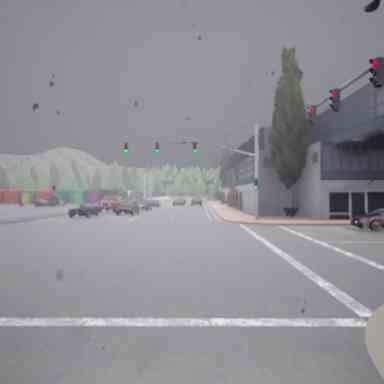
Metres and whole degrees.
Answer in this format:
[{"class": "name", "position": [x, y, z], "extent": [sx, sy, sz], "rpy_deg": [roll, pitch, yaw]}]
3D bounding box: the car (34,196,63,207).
[{"class": "car", "position": [-24.745, 1.537, 56.798], "extent": [3.866, 1.878, 1.905], "rpy_deg": [0, 0, 0]}]

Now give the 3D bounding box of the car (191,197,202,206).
[{"class": "car", "position": [0.899, 1.779, 63.789], "extent": [2.097, 1.767, 4.553], "rpy_deg": [0, 0, 2]}]

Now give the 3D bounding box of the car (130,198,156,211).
[{"class": "car", "position": [-6.778, 1.804, 46.691], "extent": [2.128, 1.511, 4.902], "rpy_deg": [0, 0, 2]}]

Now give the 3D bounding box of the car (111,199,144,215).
[{"class": "car", "position": [-7.054, 1.795, 36.947], "extent": [2.033, 1.411, 5.357], "rpy_deg": [0, 0, 1]}]

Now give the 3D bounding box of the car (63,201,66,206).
[{"class": "car", "position": [-24.722, 1.795, 59.691], "extent": [3.806, 1.475, 1.970], "rpy_deg": [0, 0, 0]}]

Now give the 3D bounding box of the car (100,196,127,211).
[{"class": "car", "position": [-10.403, 1.508, 42.820], "extent": [2.150, 2.045, 5.566], "rpy_deg": [0, 0, 2]}]

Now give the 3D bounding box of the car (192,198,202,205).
[{"class": "car", "position": [1.103, 2.020, 73.996], "extent": [2.128, 1.511, 4.902], "rpy_deg": [0, 0, 2]}]

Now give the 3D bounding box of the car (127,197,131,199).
[{"class": "car", "position": [-10.107, 1.707, 52.947], "extent": [2.097, 1.767, 4.553], "rpy_deg": [0, 0, 2]}]

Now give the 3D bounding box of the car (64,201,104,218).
[{"class": "car", "position": [-10.634, 1.823, 33.053], "extent": [1.895, 1.301, 4.718], "rpy_deg": [0, 0, 1]}]

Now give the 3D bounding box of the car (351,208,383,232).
[{"class": "car", "position": [12.340, 1.704, 20.979], "extent": [4.181, 1.385, 1.994], "rpy_deg": [0, 0, 0]}]

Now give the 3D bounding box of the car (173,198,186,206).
[{"class": "car", "position": [-2.675, 1.997, 64.638], "extent": [1.994, 1.385, 4.181], "rpy_deg": [0, 0, 2]}]

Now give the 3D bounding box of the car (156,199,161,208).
[{"class": "car", "position": [-6.476, 1.943, 56.640], "extent": [1.994, 1.385, 4.181], "rpy_deg": [0, 0, 2]}]

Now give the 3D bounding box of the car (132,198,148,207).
[{"class": "car", "position": [-9.766, 1.971, 63.214], "extent": [2.033, 1.411, 5.357], "rpy_deg": [0, 0, 2]}]

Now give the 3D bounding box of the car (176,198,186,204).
[{"class": "car", "position": [-2.385, 1.968, 74.430], "extent": [1.994, 1.385, 4.181], "rpy_deg": [0, 0, 2]}]
